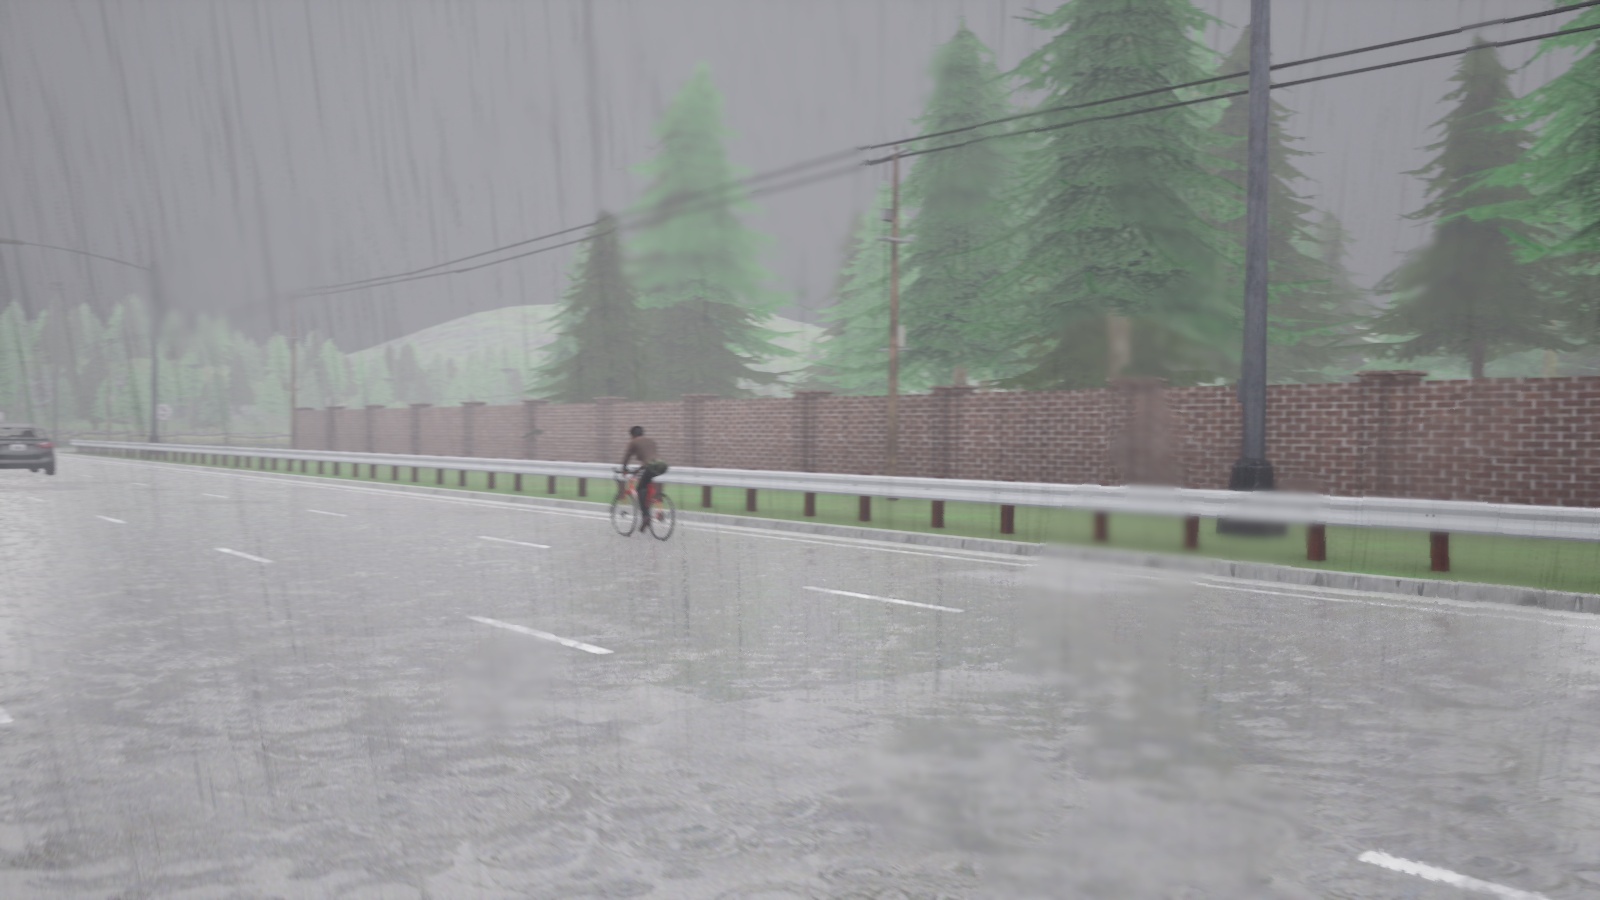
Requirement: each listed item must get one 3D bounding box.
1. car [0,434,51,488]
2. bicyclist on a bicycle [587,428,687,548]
[{"bbox_3d":[-25.839,0.331,40.424,2.242,1.667,4.611,-1,1,-40],"label":"car"},{"bbox_3d":[-2.338,0.514,17.872,0.582,1.620,1.656,-1,0,-40],"label":"bicyclist on a bicycle"}]
